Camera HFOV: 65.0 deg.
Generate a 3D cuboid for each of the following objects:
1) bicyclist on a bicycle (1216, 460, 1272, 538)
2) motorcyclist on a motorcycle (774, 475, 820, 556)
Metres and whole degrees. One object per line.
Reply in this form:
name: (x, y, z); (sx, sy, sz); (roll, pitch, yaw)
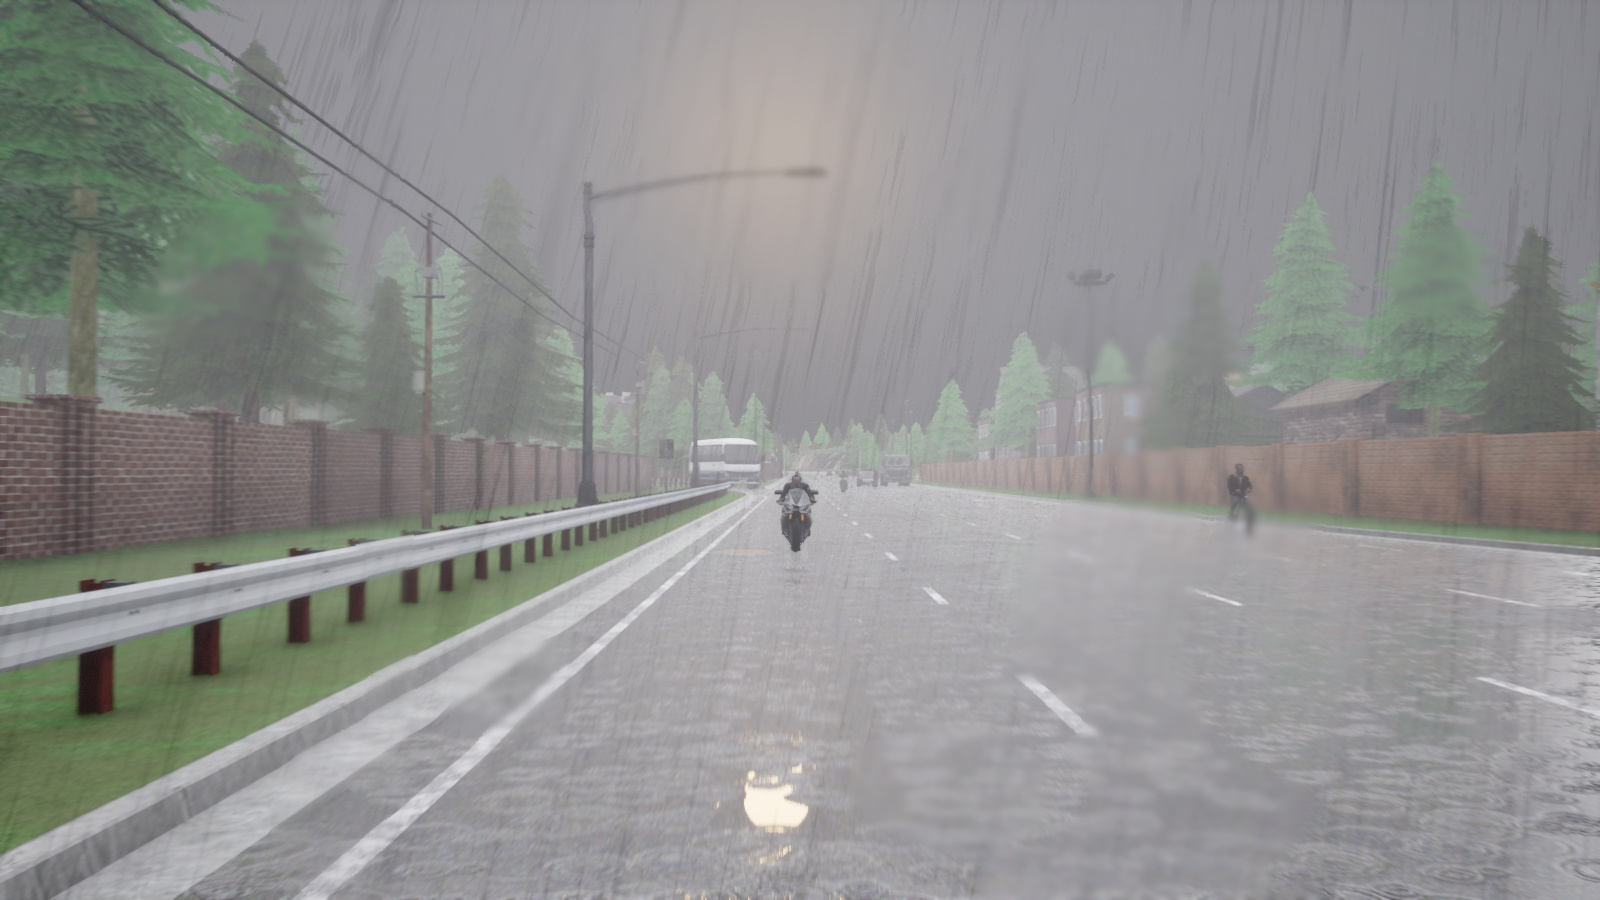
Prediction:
bicyclist on a bicycle: (10.427, 1.136, 29.544); (0.659, 1.776, 1.843); (0, -1, 0)
motorcyclist on a motorcycle: (-0.061, 1.266, 24.941); (0.866, 1.530, 2.191); (0, -1, 0)
